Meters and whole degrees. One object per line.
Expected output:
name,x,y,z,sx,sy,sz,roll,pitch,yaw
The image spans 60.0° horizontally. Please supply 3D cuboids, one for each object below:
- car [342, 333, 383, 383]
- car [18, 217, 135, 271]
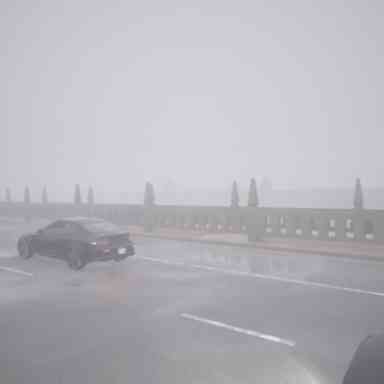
car,3.529,1.540,1.488,5.357,1.411,2.033,0,0,35
car,-3.933,1.575,11.131,4.674,1.442,1.812,0,0,36
